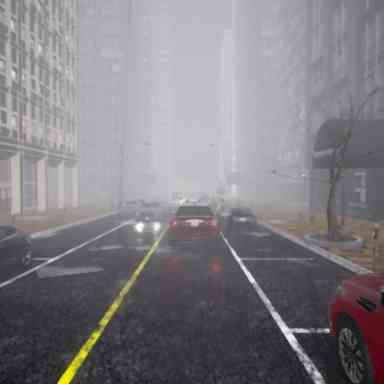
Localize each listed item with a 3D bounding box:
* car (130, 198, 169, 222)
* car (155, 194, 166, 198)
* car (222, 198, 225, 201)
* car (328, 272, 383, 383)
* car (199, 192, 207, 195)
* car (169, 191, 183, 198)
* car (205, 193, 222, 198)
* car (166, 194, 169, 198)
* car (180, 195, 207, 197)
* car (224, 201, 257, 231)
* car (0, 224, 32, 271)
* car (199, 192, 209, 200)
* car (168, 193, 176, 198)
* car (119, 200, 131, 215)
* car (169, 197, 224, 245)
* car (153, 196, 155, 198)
[{"bbox_3d":[-3.085,1.420,25.484,2.033,1.411,5.357,0,0,0],"label":"car"},{"bbox_3d":[-5.660,1.244,53.596,1.752,1.417,4.829,-1,0,0],"label":"car"},{"bbox_3d":[2.691,1.424,25.331,2.008,1.369,4.403,-1,0,0],"label":"car"},{"bbox_3d":[2.714,1.304,2.146,2.192,1.841,5.009,-1,0,0],"label":"car"},{"bbox_3d":[2.387,1.168,62.833,1.837,1.490,4.892,0,0,0],"label":"car"},{"bbox_3d":[-2.967,0.856,67.252,2.150,2.045,5.566,0,1,0],"label":"car"},{"bbox_3d":[2.695,1.255,36.679,1.967,1.590,4.097,-1,0,0],"label":"car"},{"bbox_3d":[-5.663,1.134,76.462,2.008,1.369,4.403,-1,0,0],"label":"car"},{"bbox_3d":[0.115,1.333,31.506,2.128,1.511,4.902,0,0,0],"label":"car"},{"bbox_3d":[2.688,1.468,19.657,1.947,1.339,4.313,-1,0,0],"label":"car"},{"bbox_3d":[-5.665,1.525,8.376,1.947,1.339,4.313,-1,0,0],"label":"car"},{"bbox_3d":[2.714,0.898,76.399,2.192,1.841,5.009,-1,0,0],"label":"car"},{"bbox_3d":[-5.653,1.036,93.485,1.947,1.339,4.313,-1,0,0],"label":"car"},{"bbox_3d":[-5.653,1.427,31.071,1.802,1.307,4.206,-1,0,0],"label":"car"},{"bbox_3d":[0.105,1.276,15.156,2.097,1.767,4.553,0,0,0],"label":"car"},{"bbox_3d":[-5.650,1.381,36.744,1.947,1.339,4.313,-1,0,0],"label":"car"}]
